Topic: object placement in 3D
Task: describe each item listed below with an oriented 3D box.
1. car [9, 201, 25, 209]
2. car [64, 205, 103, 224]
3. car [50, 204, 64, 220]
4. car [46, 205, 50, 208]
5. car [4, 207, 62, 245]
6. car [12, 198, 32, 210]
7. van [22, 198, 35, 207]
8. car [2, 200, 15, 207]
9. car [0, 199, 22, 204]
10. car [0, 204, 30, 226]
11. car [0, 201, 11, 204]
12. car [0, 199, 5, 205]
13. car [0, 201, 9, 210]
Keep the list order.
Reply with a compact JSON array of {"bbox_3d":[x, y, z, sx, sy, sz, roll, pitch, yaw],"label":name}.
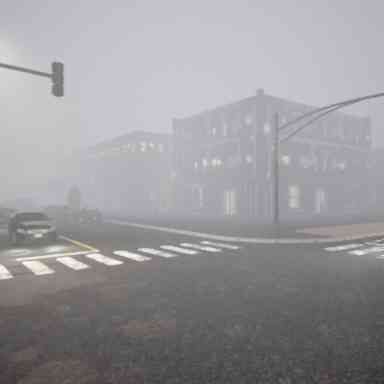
[{"bbox_3d":[-31.387,2.271,59.527,1.887,1.381,4.507,-1,0,-35],"label":"car"},{"bbox_3d":[-8.906,1.858,27.971,2.008,1.369,4.403,-1,0,-35],"label":"car"},{"bbox_3d":[-12.117,1.951,32.479,1.802,1.307,4.206,-1,0,-35],"label":"car"},{"bbox_3d":[-15.328,2.013,36.987,1.802,1.307,4.206,-1,0,-35],"label":"car"},{"bbox_3d":[-8.310,1.755,17.175,1.812,1.442,4.674,0,0,-34],"label":"car"},{"bbox_3d":[-28.180,1.984,55.020,2.192,1.841,5.009,-1,0,-35],"label":"car"},{"bbox_3d":[-24.968,1.952,50.512,1.690,1.788,3.998,-1,0,-35],"label":"van"},{"bbox_3d":[-37.810,2.406,68.544,1.947,1.339,4.313,-1,0,-35],"label":"car"},{"bbox_3d":[-26.936,2.111,48.828,2.128,1.511,4.902,0,0,-35],"label":"car"},{"bbox_3d":[-14.271,1.894,25.533,2.033,1.411,5.357,0,0,-36],"label":"car"},{"bbox_3d":[-20.281,1.954,33.988,2.128,1.511,4.902,0,0,-36],"label":"car"},{"bbox_3d":[-47.447,2.449,82.068,1.967,1.590,4.097,-1,0,-35],"label":"car"},{"bbox_3d":[-32.969,2.293,57.299,1.994,1.385,4.181,0,0,-35],"label":"car"}]
